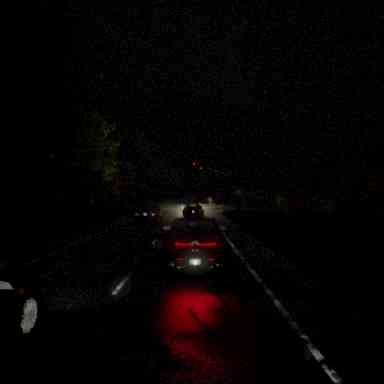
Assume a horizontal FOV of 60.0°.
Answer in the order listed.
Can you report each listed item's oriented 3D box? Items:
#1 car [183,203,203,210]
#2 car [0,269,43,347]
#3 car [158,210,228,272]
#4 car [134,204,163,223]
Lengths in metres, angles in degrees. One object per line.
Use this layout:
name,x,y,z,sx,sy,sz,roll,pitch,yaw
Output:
car,0.102,1.725,31.647,1.994,1.385,4.181,0,0,0
car,-3.437,1.526,3.686,1.837,1.490,4.892,0,0,0
car,0.091,1.564,11.023,1.837,1.490,4.892,0,0,0
car,-3.398,1.683,26.592,2.033,1.411,5.357,0,0,0
